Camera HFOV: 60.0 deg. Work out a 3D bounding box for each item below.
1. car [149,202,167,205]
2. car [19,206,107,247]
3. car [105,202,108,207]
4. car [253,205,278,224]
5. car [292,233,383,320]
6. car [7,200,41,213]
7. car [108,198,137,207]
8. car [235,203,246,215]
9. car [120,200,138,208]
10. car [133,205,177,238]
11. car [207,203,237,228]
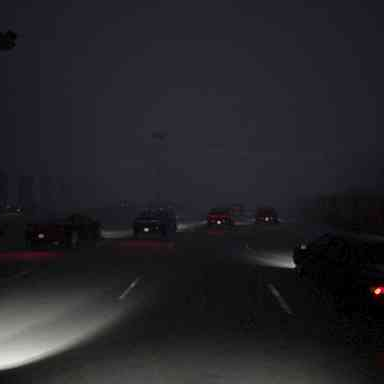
[{"bbox_3d":[-3.292,1.830,33.991,2.097,1.767,4.553,0,-1,11],"label":"car"},{"bbox_3d":[-5.996,1.694,16.183,1.882,1.535,5.008,0,-1,5],"label":"car"},{"bbox_3d":[-12.642,1.992,56.428,2.150,2.045,5.566,0,-1,15],"label":"car"},{"bbox_3d":[6.400,1.940,28.928,1.837,1.490,4.892,0,-1,10],"label":"car"},{"bbox_3d":[3.856,1.672,7.793,2.033,1.411,5.357,0,-1,3],"label":"car"},{"bbox_3d":[-22.614,1.934,44.994,2.097,1.767,4.553,0,-1,13],"label":"car"},{"bbox_3d":[-10.418,2.053,50.892,2.097,1.767,4.553,0,-1,14],"label":"car"},{"bbox_3d":[5.573,2.122,41.783,1.837,1.490,4.892,0,-1,13],"label":"car"},{"bbox_3d":[-12.978,2.471,68.754,1.812,1.442,4.674,0,-1,15],"label":"car"},{"bbox_3d":[-2.087,1.770,19.698,2.128,1.511,4.902,0,-1,7],"label":"car"},{"bbox_3d":[2.225,1.875,25.260,1.837,1.490,4.892,0,-1,9],"label":"car"}]
